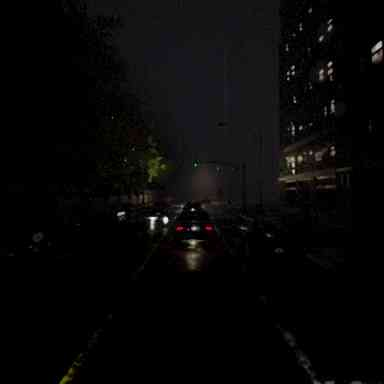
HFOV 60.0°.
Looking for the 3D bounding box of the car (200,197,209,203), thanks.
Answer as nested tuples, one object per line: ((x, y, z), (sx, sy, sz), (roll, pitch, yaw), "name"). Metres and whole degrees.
((2.676, 1.694, 72.581), (1.947, 1.339, 4.313), (0, 0, 0), "car")

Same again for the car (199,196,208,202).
((2.675, 1.708, 78.213), (1.947, 1.339, 4.313), (0, 0, 0), "car")

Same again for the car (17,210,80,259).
((-5.690, 1.456, 12.413), (1.967, 1.590, 4.097), (0, 0, 0), "car")

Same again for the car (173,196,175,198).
((-5.706, 1.596, 83.844), (1.967, 1.590, 4.097), (0, 0, 0), "car")

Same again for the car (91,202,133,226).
((-5.770, 1.582, 23.488), (2.008, 1.369, 4.403), (0, 0, 0), "car")

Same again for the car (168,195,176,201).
((-5.708, 1.712, 94.939), (1.752, 1.417, 4.829), (0, 0, 0), "car")

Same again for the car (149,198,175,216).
((-3.043, 1.594, 32.894), (2.033, 1.411, 5.357), (0, 0, 1), "car")

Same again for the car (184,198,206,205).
((0.128, 1.612, 34.024), (1.994, 1.385, 4.181), (0, 0, 1), "car")

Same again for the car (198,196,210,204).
((2.677, 1.681, 66.948), (1.947, 1.339, 4.313), (0, 0, 0), "car")

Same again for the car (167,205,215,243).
((0.096, 1.569, 16.289), (2.033, 1.411, 5.357), (0, 0, 0), "car")

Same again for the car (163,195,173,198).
((-5.704, 1.710, 72.579), (1.802, 1.307, 4.206), (0, 0, 0), "car")

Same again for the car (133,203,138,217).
((-5.823, 1.584, 29.028), (1.887, 1.381, 4.507), (0, 0, 0), "car")

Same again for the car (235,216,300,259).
((2.690, 1.567, 12.416), (2.008, 1.369, 4.403), (0, 0, 0), "car")

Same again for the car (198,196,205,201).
((2.672, 1.733, 95.111), (1.887, 1.381, 4.507), (0, 0, 0), "car")

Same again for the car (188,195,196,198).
((-0.019, 1.610, 91.317), (1.882, 1.535, 5.008), (0, 0, 0), "car")

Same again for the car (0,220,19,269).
((-5.689, 1.533, 6.703), (1.752, 1.417, 4.829), (0, 0, 0), "car")
